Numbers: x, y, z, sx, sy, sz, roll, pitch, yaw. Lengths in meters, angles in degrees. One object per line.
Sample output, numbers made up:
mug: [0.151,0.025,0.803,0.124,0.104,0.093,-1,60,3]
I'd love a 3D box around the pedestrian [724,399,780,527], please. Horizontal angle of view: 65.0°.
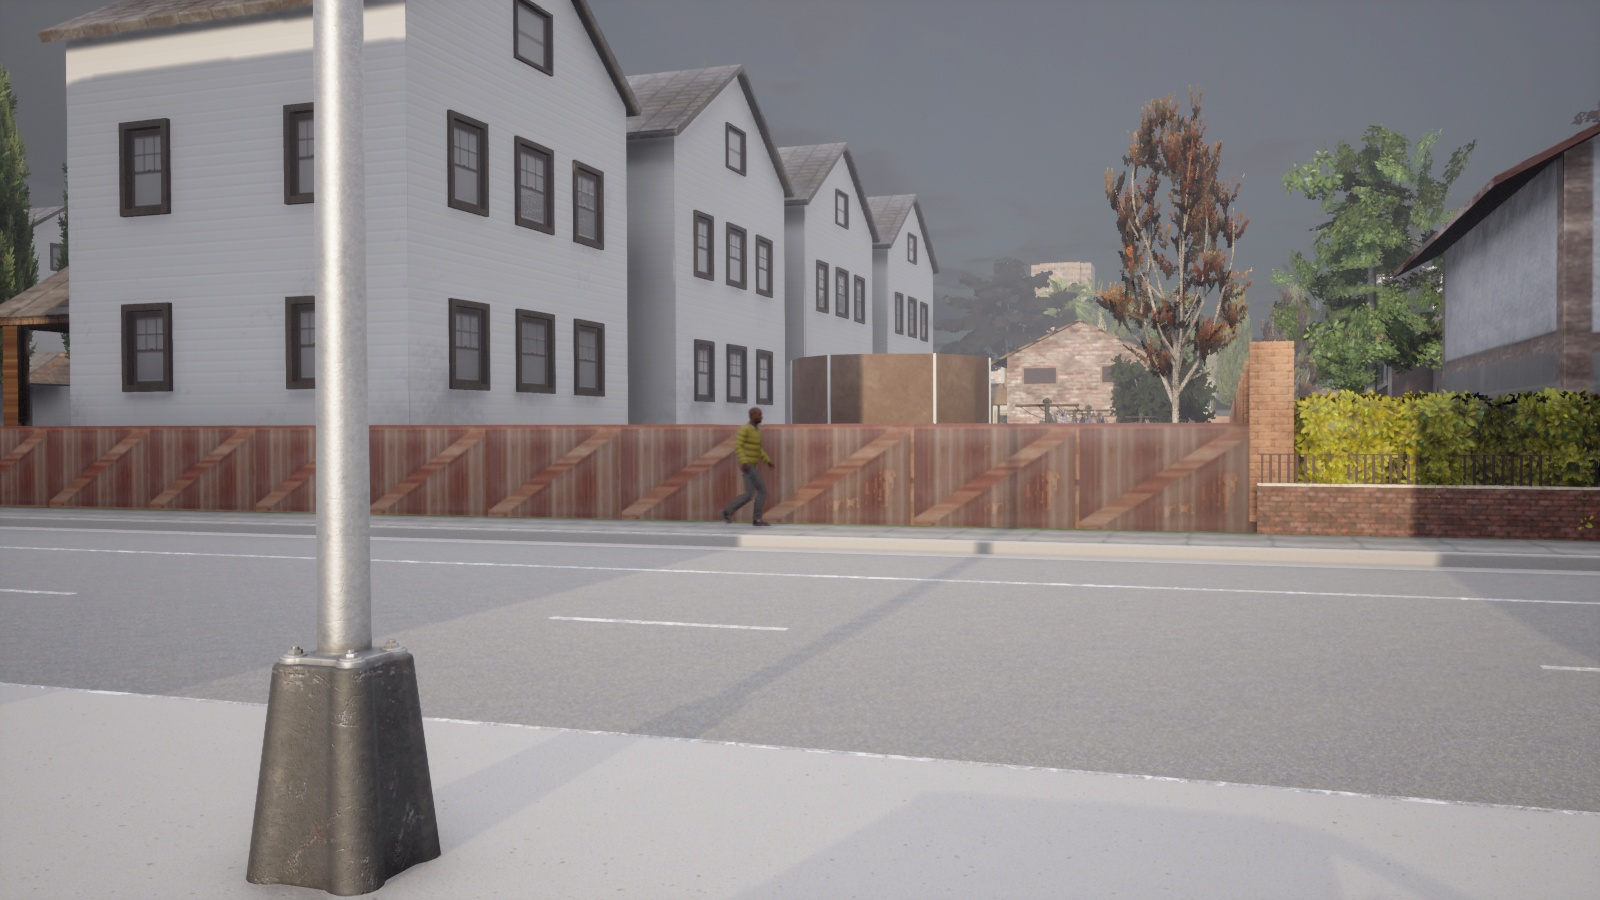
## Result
pedestrian: [-0.698,0.185,18.358,0.726,1.835,0.370,1,1,19]
